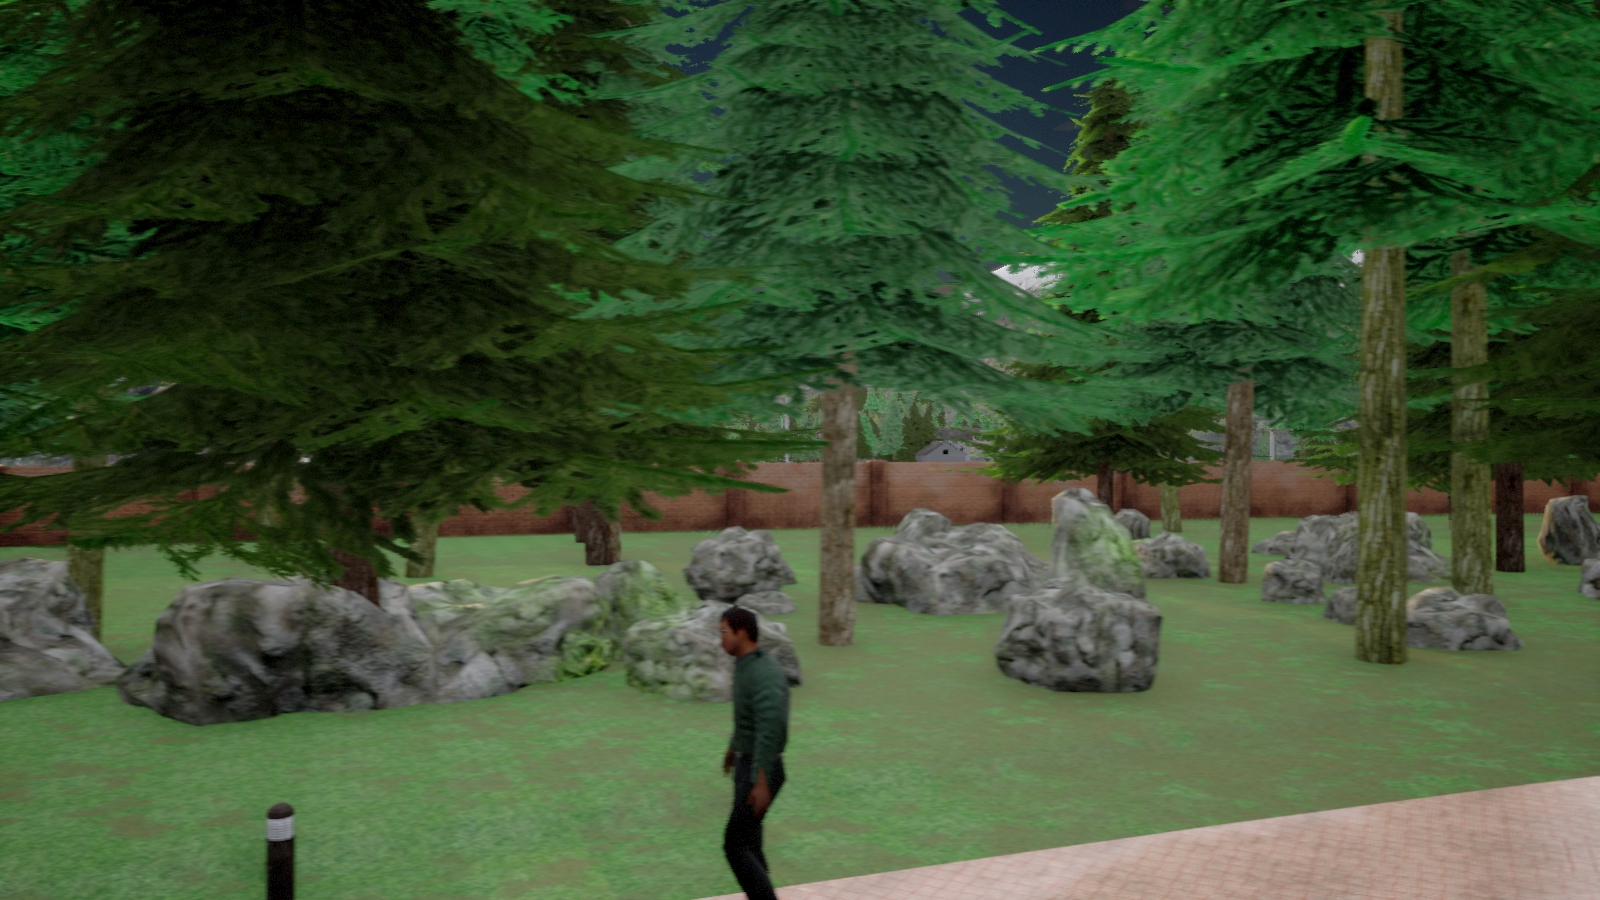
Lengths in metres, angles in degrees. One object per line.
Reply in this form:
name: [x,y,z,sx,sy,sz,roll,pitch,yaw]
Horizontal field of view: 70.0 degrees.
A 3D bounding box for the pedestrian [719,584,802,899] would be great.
pedestrian: [-0.215,1.667,6.067,0.375,1.860,0.375,0,0,-13]
